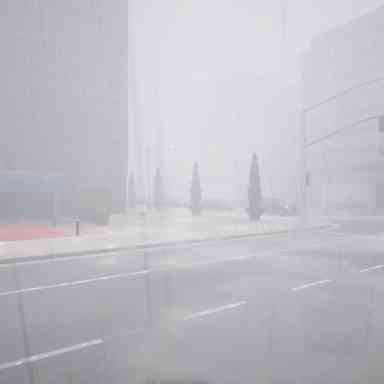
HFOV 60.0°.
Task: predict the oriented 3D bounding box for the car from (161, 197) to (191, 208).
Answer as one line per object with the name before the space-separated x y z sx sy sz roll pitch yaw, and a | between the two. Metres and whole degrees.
car | -2.559 1.547 47.646 2.033 1.411 5.357 0 0 -35

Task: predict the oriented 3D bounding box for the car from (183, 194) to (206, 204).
car | 0.365 1.352 62.186 2.097 1.767 4.553 0 0 -35

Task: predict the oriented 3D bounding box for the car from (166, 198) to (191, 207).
car | -2.202 1.601 53.280 1.895 1.301 4.718 0 0 -35

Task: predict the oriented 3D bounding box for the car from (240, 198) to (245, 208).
car | 7.090 1.547 46.369 2.033 1.411 5.357 0 0 -35

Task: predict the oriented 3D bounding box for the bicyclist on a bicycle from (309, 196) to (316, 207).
bicyclist on a bicycle | 16.941 1.301 46.707 1.656 1.620 0.582 0 0 -35

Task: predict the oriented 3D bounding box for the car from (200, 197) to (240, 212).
car | 3.001 1.491 39.637 2.128 1.511 4.902 0 0 -35

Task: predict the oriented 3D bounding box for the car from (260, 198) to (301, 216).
car | 8.192 1.352 32.161 2.097 1.767 4.553 0 0 -35

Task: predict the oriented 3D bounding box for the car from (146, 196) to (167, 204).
car | -7.162 1.491 66.844 2.128 1.511 4.902 0 0 -35

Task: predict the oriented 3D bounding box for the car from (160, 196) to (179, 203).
car | -4.757 1.601 69.527 1.895 1.301 4.718 0 0 -35

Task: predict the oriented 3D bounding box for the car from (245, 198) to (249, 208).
car | 8.509 1.564 37.841 1.994 1.385 4.181 0 0 -35

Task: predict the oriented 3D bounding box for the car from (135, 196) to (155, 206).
car | -8.100 1.526 55.676 1.812 1.442 4.674 0 0 -34

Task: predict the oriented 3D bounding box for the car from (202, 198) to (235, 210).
car | 3.515 1.526 45.036 1.812 1.442 4.674 0 0 -35
